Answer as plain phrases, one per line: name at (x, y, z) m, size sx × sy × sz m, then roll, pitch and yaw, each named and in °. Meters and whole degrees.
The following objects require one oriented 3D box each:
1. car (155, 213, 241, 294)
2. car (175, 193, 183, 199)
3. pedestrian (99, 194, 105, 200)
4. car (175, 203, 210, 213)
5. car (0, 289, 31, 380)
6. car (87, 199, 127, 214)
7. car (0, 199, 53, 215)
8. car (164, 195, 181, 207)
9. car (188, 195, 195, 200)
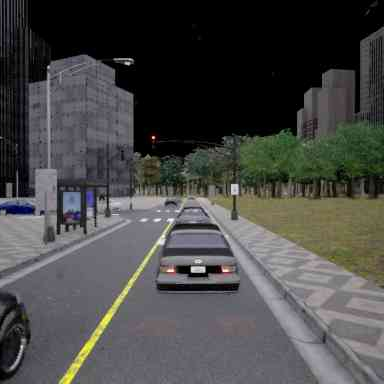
car at (0.094, 1.545, 8.939) m, size 2.033 × 1.411 × 5.357 m, roll 0°, pitch 0°, yaw -1°
car at (-3.129, 1.055, 80.841) m, size 1.994 × 1.385 × 4.181 m, roll 0°, pitch 0°, yaw 0°
pedestrian at (-10.108, 1.051, 37.285) m, size 0.375 × 1.860 × 0.375 m, roll 0°, pitch 0°, yaw 1°
car at (0.071, 1.554, 19.217) m, size 1.994 × 1.385 × 4.181 m, roll 0°, pitch 0°, yaw 0°
car at (-3.101, 1.563, 2.672) m, size 1.994 × 1.385 × 4.181 m, roll 0°, pitch 0°, yaw 0°
car at (-9.146, 1.465, 34.462) m, size 4.674 × 1.442 × 1.812 m, roll 0°, pitch 2°, yaw -10°
car at (-15.658, 1.426, 31.180) m, size 5.008 × 1.535 × 1.882 m, roll 0°, pitch 0°, yaw 0°
car at (-3.128, 1.548, 50.594) m, size 1.895 × 1.301 × 4.718 m, roll 0°, pitch 0°, yaw 0°
car at (-0.153, 1.470, 86.414) m, size 1.895 × 1.301 × 4.718 m, roll 0°, pitch 0°, yaw 0°
